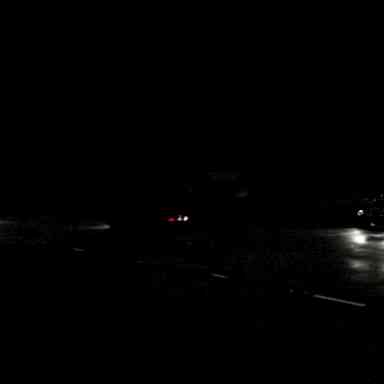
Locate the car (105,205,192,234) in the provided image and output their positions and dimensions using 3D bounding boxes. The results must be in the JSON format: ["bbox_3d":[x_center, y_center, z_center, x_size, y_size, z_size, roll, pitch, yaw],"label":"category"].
[{"bbox_3d":[-2.511,1.414,18.314,5.357,1.411,2.033,0,1,40],"label":"car"}]

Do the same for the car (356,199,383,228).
[{"bbox_3d":[11.544,1.198,19.581,4.553,1.767,2.097,0,1,-41],"label":"car"}]
